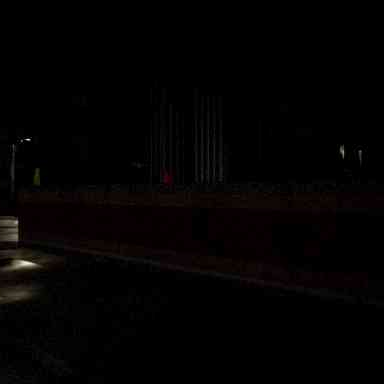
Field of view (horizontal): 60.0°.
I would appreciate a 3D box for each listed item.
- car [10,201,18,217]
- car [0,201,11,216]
[{"bbox_3d":[-12.297,1.603,28.858,2.033,1.411,5.357,0,0,37],"label":"car"},{"bbox_3d":[-16.455,1.547,29.138,2.128,1.511,4.902,0,0,37],"label":"car"}]
